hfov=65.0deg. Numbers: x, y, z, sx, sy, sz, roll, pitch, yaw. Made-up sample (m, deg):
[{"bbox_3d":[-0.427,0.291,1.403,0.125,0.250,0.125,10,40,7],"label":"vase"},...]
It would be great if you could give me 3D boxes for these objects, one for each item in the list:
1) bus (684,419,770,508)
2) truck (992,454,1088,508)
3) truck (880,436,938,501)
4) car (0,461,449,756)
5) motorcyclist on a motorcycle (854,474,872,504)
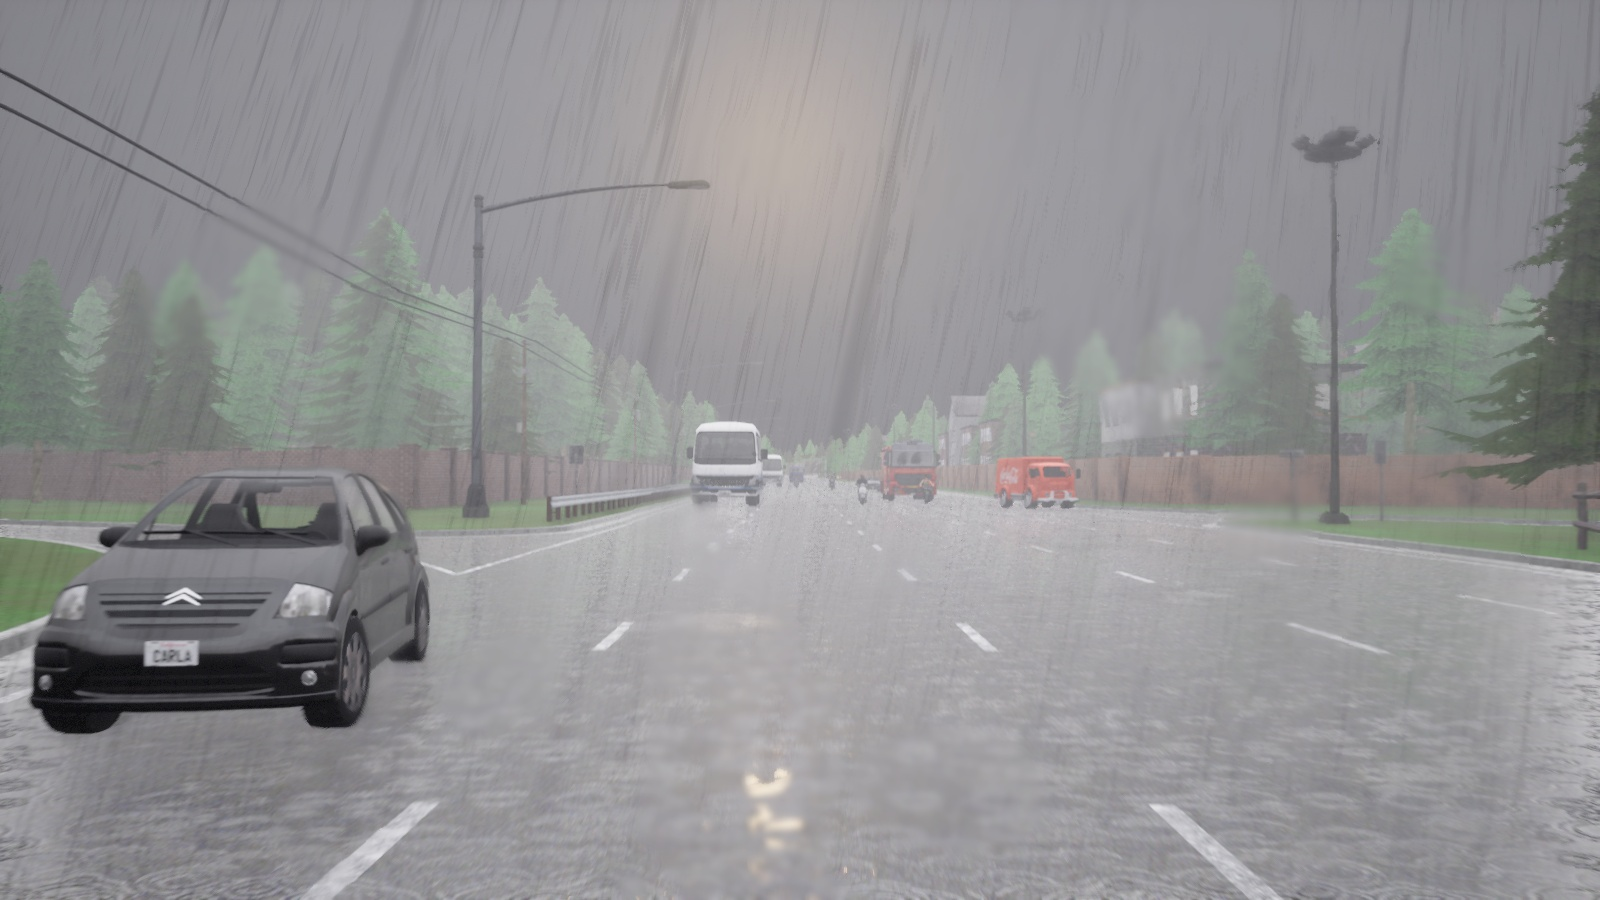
[{"bbox_3d":[-3.672,0.754,65.890,3.944,4.253,10.273,0,-1,0],"label":"bus"},{"bbox_3d":[11.444,1.473,60.332,2.627,2.467,5.204,-1,-1,-12],"label":"truck"},{"bbox_3d":[6.795,1.191,79.494,2.891,3.827,8.468,0,-1,0],"label":"truck"},{"bbox_3d":[-3.748,0.910,9.000,1.851,1.617,3.988,0,-1,-8],"label":"car"},{"bbox_3d":[3.331,2.075,66.874,0.866,1.590,1.817,0,-1,0],"label":"motorcyclist on a motorcycle"}]
